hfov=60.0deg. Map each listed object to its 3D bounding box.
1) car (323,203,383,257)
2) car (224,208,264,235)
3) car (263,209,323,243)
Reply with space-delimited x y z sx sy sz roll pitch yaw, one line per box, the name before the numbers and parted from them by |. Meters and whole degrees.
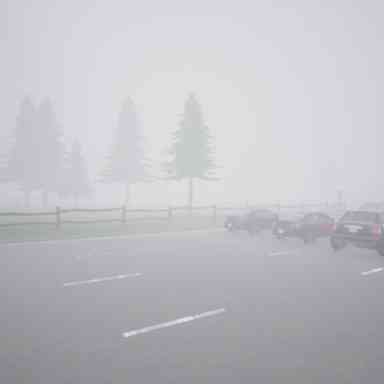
car | 7.785 1.485 13.733 4.553 1.767 2.097 1 -1 -35
car | 3.954 1.664 19.596 4.674 1.442 1.812 0 0 -35
car | 5.984 1.664 16.745 4.674 1.442 1.812 0 0 -35
